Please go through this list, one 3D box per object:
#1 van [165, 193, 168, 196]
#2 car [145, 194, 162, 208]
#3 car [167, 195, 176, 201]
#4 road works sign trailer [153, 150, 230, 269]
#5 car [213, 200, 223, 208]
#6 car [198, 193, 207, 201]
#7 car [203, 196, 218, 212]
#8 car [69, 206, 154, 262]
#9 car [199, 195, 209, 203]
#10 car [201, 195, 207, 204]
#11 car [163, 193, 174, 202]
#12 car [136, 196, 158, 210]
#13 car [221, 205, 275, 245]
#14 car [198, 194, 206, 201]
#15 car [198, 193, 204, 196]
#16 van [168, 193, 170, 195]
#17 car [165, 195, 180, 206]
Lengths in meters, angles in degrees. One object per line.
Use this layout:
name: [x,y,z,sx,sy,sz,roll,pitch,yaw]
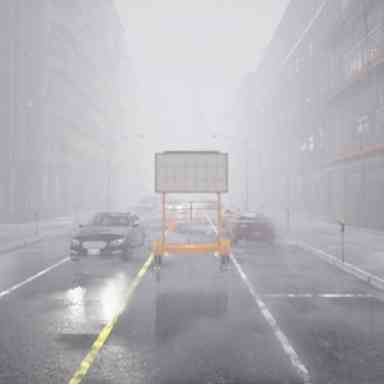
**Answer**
van: [-5.317,1.269,54.119,1.690,1.788,3.998,2,0,0]
car: [-5.310,1.247,43.060,2.192,1.841,5.009,2,0,0]
car: [-5.340,1.525,87.304,1.947,1.339,4.313,1,0,0]
road works sign trailer: [-0.017,0.437,11.013,2.380,3.560,2.880,0,0,0]
car: [2.575,1.480,21.049,1.752,1.417,4.829,1,0,0]
car: [2.515,1.265,81.717,2.192,1.841,5.009,1,0,0]
car: [2.566,1.481,37.470,1.887,1.381,4.507,1,0,0]
car: [-2.854,1.462,12.096,2.128,1.511,4.902,0,0,0]
car: [2.559,1.378,70.655,1.967,1.590,4.097,1,0,0]
car: [2.563,1.483,43.001,2.008,1.369,4.403,1,0,0]
car: [-5.328,1.259,76.241,2.192,1.841,5.009,1,0,0]
car: [-5.313,1.462,37.359,1.752,1.417,4.829,2,0,0]
car: [2.578,1.509,15.347,1.887,1.381,4.507,1,0,0]
car: [2.555,1.475,59.593,1.887,1.381,4.507,1,0,0]
car: [2.552,1.478,65.123,1.887,1.381,4.507,1,0,0]
van: [-5.321,1.271,59.651,1.690,1.788,3.998,1,0,0]
car: [-2.862,1.529,52.924,1.895,1.301,4.718,0,0,0]
